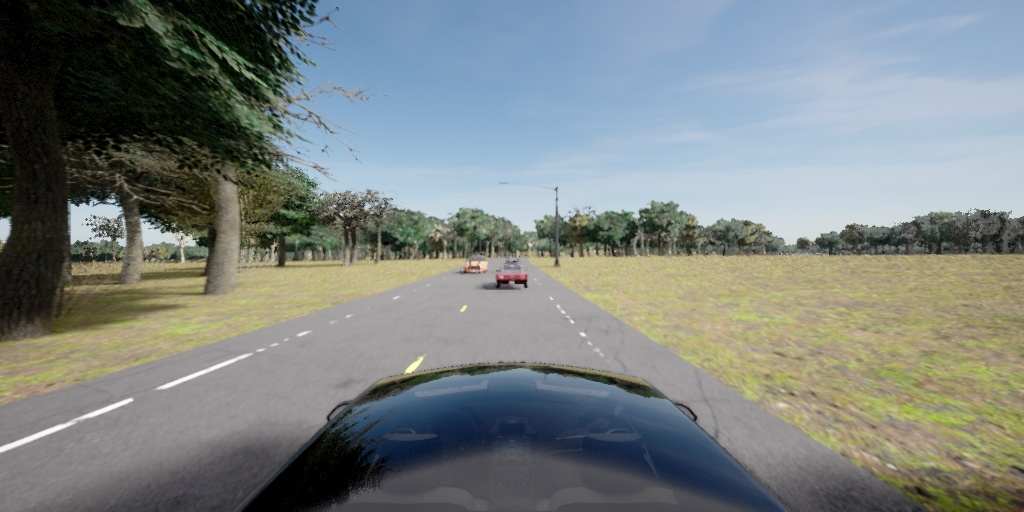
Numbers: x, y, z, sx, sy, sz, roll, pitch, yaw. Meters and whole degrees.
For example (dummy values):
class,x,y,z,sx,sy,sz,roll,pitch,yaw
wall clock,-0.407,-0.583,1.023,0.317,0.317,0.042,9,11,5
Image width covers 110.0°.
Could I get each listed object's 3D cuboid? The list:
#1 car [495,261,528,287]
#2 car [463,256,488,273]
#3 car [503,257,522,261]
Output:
class,x,y,z,sx,sy,sz,roll,pitch,yaw
car,0.011,1.180,22.312,1.895,1.301,4.718,0,1,0
car,-3.519,0.756,35.489,2.097,1.767,4.553,0,1,0
car,0.054,0.845,38.758,2.128,1.511,4.902,0,1,0
